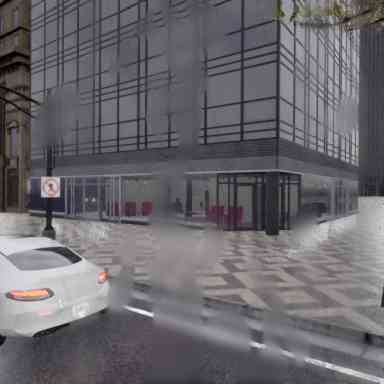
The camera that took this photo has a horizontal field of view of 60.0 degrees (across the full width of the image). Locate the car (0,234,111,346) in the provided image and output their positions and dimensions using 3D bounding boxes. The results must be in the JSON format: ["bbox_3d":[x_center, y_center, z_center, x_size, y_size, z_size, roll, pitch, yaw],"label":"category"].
[{"bbox_3d":[-3.487,1.524,6.168,4.674,1.442,1.812,0,0,35],"label":"car"}]
